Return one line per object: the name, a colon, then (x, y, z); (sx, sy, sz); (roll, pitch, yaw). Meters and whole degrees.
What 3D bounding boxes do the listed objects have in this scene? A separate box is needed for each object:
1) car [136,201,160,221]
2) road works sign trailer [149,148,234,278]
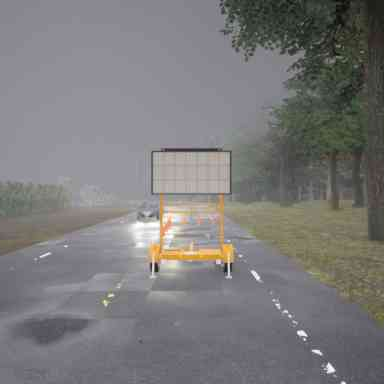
car: (-3.549, 1.577, 28.556); (2.128, 1.511, 4.902); (0, 0, 0)
road works sign trailer: (-0.015, 0.480, 10.139); (2.380, 3.560, 2.880); (0, 0, 0)
